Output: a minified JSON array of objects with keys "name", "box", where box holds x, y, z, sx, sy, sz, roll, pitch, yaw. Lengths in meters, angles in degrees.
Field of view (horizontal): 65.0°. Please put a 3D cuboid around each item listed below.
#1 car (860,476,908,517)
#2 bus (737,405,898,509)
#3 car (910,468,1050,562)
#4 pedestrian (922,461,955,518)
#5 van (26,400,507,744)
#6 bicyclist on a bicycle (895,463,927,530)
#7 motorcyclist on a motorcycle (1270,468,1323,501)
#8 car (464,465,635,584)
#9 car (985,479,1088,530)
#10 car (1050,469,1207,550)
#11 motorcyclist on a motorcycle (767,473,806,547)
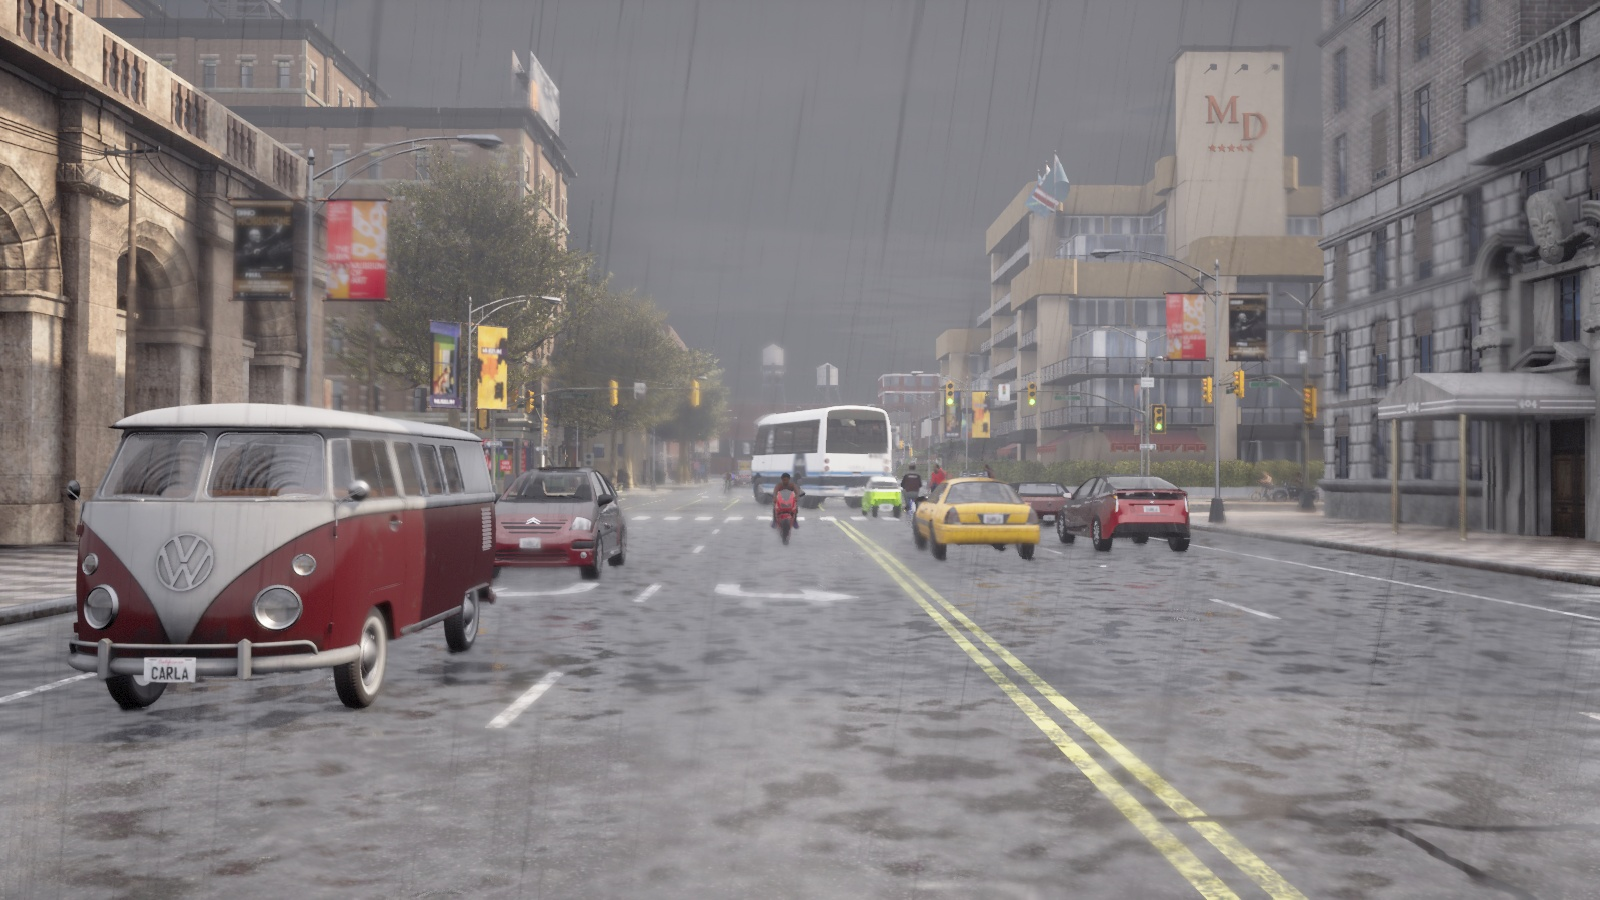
[{"name":"car","box":[2.892,1.586,43.447,1.481,1.376,2.207,0,-1,-1]},{"name":"bus","box":[0.508,0.385,56.658,3.944,4.253,10.273,1,-1,-19]},{"name":"car","box":[3.258,1.139,23.774,1.801,1.575,5.366,0,-1,-1]},{"name":"pedestrian","box":[4.562,1.285,41.383,0.899,1.844,0.634,0,-1,-34]},{"name":"van","box":[-3.607,0.741,9.502,1.775,1.987,4.442,0,-1,-1]},{"name":"bicyclist on a bicycle","box":[3.054,1.252,34.553,0.659,1.776,1.843,0,-1,-1]},{"name":"motorcyclist on a motorcycle","box":[24.891,1.721,62.998,2.350,1.649,0.766,0,-1,-1]},{"name":"car","box":[-3.690,1.049,19.162,1.851,1.617,3.988,0,-1,-1]},{"name":"car","box":[6.547,1.479,35.251,1.895,1.301,4.718,0,-1,-1]},{"name":"car","box":[6.719,1.174,26.231,2.007,1.525,4.514,0,-1,-1]},{"name":"motorcyclist on a motorcycle","box":[-0.291,1.245,26.709,0.797,1.523,2.044,0,-1,-1]}]
